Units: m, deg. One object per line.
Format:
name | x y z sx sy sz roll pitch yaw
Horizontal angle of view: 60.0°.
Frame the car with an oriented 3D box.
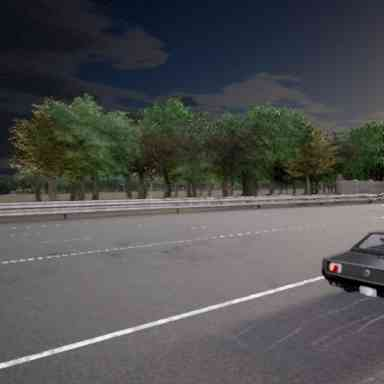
car | 5.010 1.487 7.313 4.718 1.301 1.895 -1 1 -35
